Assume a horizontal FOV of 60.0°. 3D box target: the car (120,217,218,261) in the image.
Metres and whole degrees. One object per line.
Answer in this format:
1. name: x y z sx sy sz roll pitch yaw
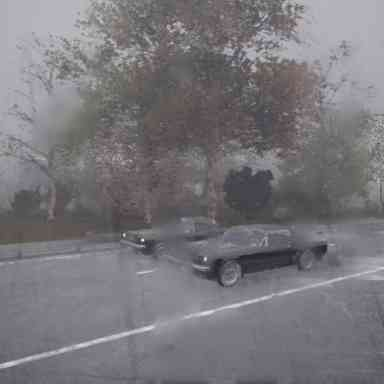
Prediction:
1. car: -0.201 1.619 12.350 4.718 1.301 1.895 0 0 -35

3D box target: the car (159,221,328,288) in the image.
1. car: 1.668 1.621 9.386 4.718 1.301 1.895 0 0 -35
